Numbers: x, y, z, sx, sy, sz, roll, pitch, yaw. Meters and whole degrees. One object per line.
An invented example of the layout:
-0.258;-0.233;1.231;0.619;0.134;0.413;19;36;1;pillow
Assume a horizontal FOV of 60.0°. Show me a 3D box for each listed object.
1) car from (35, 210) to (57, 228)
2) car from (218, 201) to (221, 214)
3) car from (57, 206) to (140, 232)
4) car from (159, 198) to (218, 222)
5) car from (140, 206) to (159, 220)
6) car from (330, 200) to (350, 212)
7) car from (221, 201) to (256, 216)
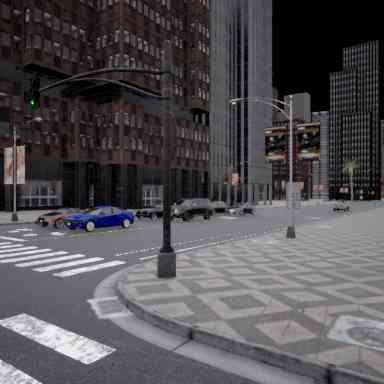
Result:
-8.959;1.794;23.938;1.994;1.385;4.181;0;-1;36;car
2.540;1.872;40.237;2.097;1.767;4.553;0;-1;35;car
-6.095;1.717;22.365;1.882;1.535;5.008;0;-1;35;car
-0.213;1.608;30.706;2.150;2.045;5.566;0;-1;35;car
-3.286;1.974;31.988;1.895;1.301;4.718;0;-1;35;car
24.186;2.430;53.681;2.033;1.411;5.357;0;-1;34;car
5.842;2.033;39.272;2.128;1.511;4.902;0;-1;35;car
